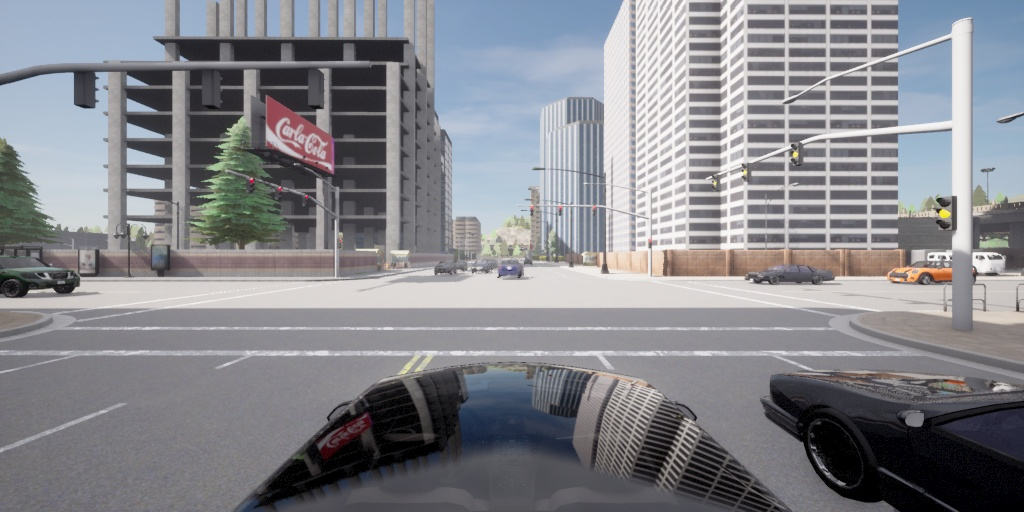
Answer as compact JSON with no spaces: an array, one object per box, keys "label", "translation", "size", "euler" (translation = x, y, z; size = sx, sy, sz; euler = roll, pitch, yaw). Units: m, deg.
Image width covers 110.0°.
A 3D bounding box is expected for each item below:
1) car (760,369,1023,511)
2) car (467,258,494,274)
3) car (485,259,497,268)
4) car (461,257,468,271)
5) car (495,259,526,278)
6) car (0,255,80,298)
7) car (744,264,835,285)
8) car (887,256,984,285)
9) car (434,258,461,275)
[{"label":"car","translation":[3.597,1.297,1.372],"size":[2.033,1.411,5.357],"euler":[0,0,0]},{"label":"car","translation":[-3.603,1.241,41.706],"size":[2.128,1.511,4.902],"euler":[0,0,0]},{"label":"car","translation":[-3.574,1.255,62.158],"size":[1.837,1.490,4.892],"euler":[0,0,0]},{"label":"car","translation":[-7.102,1.255,48.118],"size":[1.837,1.490,4.892],"euler":[0,0,0]},{"label":"car","translation":[-0.082,1.102,33.429],"size":[2.097,1.767,4.553],"euler":[0,0,4]},{"label":"car","translation":[-25.340,0.971,17.984],"size":[5.566,2.045,2.150],"euler":[0,0,1]},{"label":"car","translation":[19.635,1.297,25.427],"size":[5.357,1.411,2.033],"euler":[0,0,0]},{"label":"car","translation":[29.643,1.102,25.453],"size":[4.553,1.767,2.097],"euler":[0,0,1]},{"label":"car","translation":[-7.102,1.255,38.705],"size":[1.837,1.490,4.892],"euler":[0,0,0]}]
